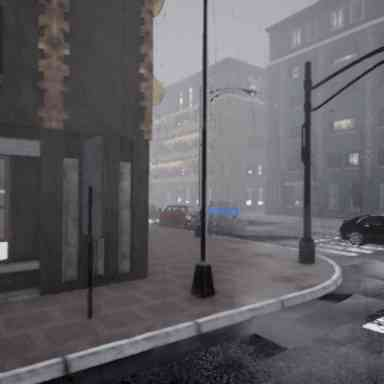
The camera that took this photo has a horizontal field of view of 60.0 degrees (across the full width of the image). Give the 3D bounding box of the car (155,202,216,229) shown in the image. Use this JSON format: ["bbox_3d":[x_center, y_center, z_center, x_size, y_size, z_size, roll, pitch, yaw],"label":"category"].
[{"bbox_3d":[-0.537,1.642,22.983,1.967,1.590,4.097,0,-1,-33],"label":"car"}]

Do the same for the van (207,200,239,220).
[{"bbox_3d":[2.835,1.687,32.375,1.690,1.788,3.998,0,-1,-34],"label":"van"}]

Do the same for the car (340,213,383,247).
[{"bbox_3d":[8.514,1.637,13.512,1.837,1.490,4.892,1,-1,-32],"label":"car"}]

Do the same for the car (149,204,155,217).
[{"bbox_3d":[-4.694,1.917,33.837,1.994,1.385,4.181,1,-1,-34],"label":"car"}]
